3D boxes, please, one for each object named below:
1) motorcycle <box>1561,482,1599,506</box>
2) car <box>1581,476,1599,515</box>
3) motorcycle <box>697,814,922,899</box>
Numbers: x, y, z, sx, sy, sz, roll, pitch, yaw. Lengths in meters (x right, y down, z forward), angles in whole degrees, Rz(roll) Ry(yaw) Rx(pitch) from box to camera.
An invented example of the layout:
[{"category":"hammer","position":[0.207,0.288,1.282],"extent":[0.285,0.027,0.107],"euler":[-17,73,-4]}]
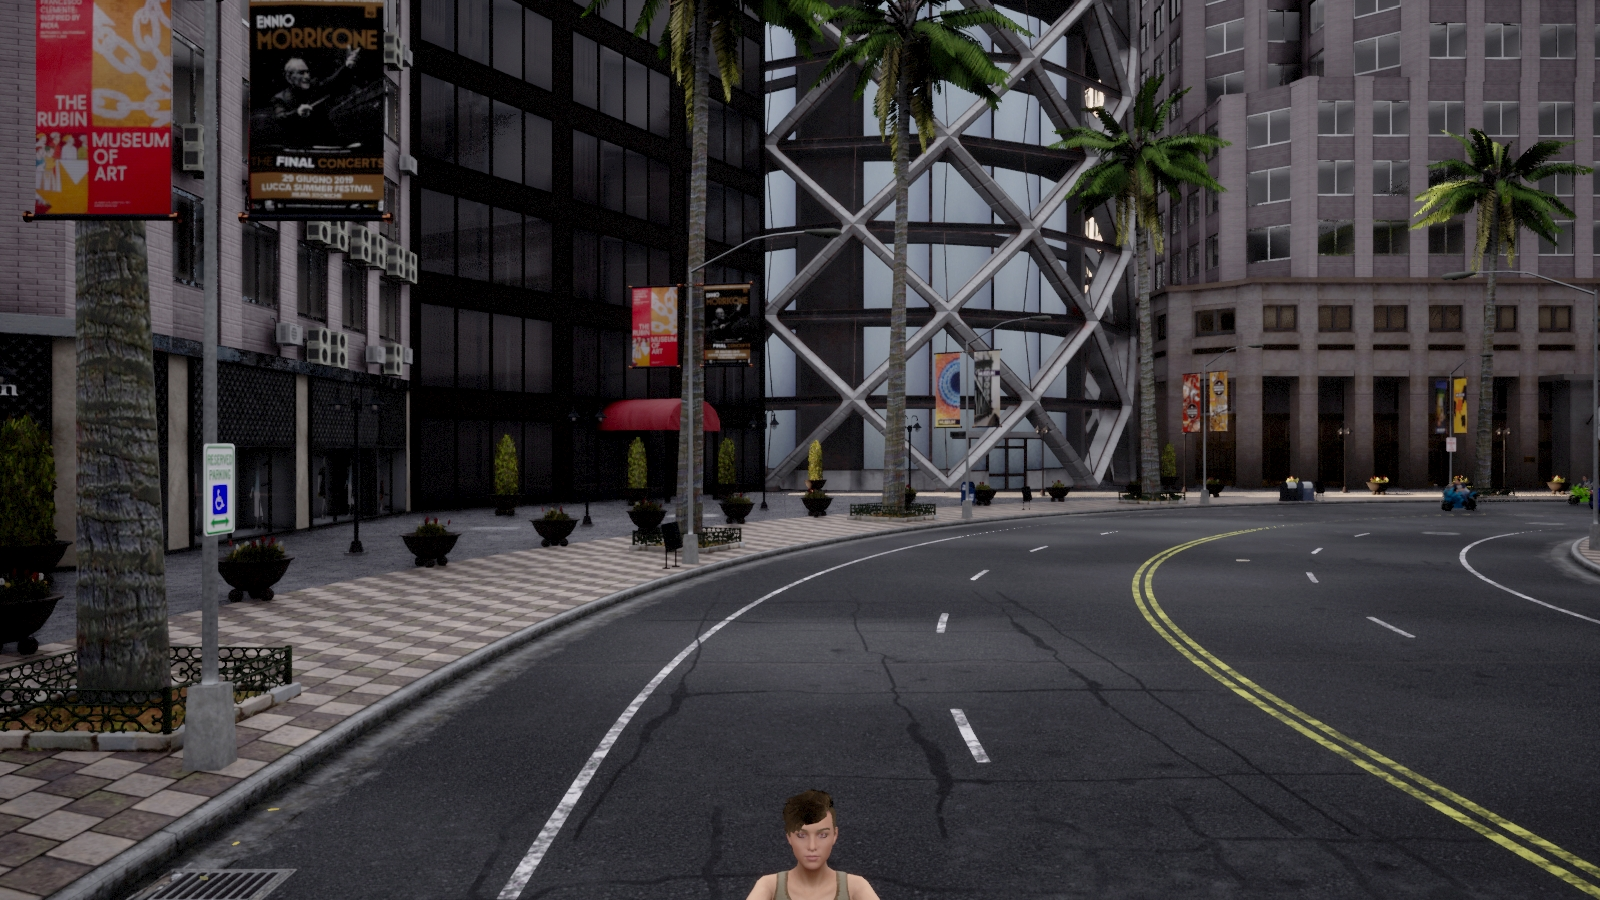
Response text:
[{"category":"motorcycle","position":[39.363,2.213,57.199],"extent":[2.033,1.145,0.803],"euler":[0,1,-5]},{"category":"car","position":[36.842,1.968,49.589],"extent":[4.611,1.667,2.242],"euler":[0,0,-11]},{"category":"motorcycle","position":[0.030,2.170,3.616],"extent":[0.764,1.277,2.356],"euler":[0,0,1]}]
